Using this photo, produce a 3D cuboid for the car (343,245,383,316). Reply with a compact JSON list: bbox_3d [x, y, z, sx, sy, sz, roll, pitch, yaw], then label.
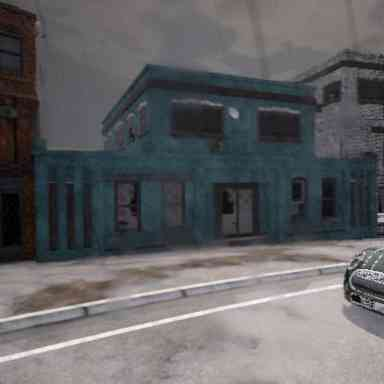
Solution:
[{"bbox_3d":[5.138,1.308,6.376,4.553,1.767,2.097,0,1,-25],"label":"car"}]
